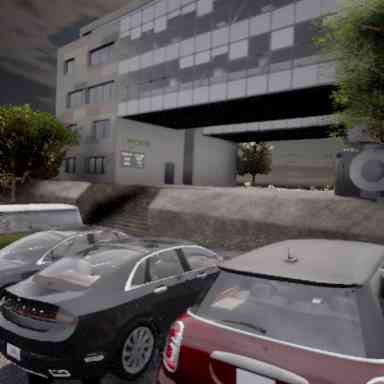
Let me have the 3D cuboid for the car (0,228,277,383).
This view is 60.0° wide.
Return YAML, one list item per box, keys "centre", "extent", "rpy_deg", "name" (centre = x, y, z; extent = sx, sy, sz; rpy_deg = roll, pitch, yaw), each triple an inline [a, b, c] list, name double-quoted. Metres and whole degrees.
- centre: [-0.585, 1.514, 5.688]
  extent: [2.231, 1.521, 4.892]
  rpy_deg: [-1, 0, 35]
  name: "car"

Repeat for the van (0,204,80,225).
- centre: [-5.202, 1.337, 8.839]
  extent: [1.878, 1.987, 4.442]
  rpy_deg: [-1, 0, 35]
  name: "van"

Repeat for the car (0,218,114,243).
- centre: [-2.854, 1.539, 7.318]
  extent: [2.231, 1.521, 4.892]
  rpy_deg: [-1, 0, 35]
  name: "car"
